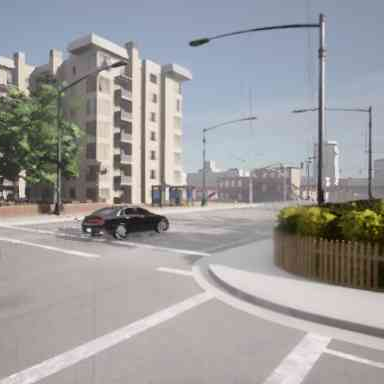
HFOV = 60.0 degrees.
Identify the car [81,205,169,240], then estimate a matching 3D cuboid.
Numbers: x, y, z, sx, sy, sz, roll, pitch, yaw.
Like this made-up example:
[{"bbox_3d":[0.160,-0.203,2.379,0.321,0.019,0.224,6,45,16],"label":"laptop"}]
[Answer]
[{"bbox_3d":[-3.141,1.424,16.606,1.837,1.490,4.892,-2,-1,35],"label":"car"}]
